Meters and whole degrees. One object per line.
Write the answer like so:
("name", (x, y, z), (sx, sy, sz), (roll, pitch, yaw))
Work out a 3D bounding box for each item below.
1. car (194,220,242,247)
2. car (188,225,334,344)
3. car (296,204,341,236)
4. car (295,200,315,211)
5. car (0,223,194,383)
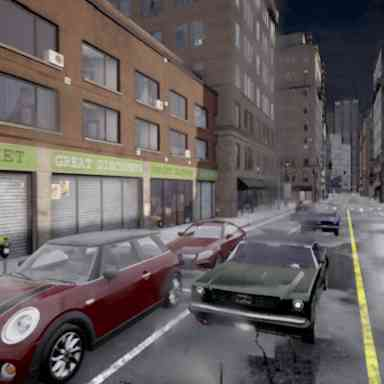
("car", (0.558, 1.572, 10.434), (1.802, 1.307, 4.206), (-1, 0, 25))
("car", (1.675, 1.594, 6.700), (1.895, 1.301, 4.718), (0, 0, 25))
("car", (7.192, 1.578, 18.449), (1.895, 1.301, 4.718), (0, 0, 25))
("car", (12.230, 1.495, 35.807), (1.887, 1.381, 4.507), (-1, 0, 25))
("car", (-1.777, 1.437, 5.360), (1.967, 1.590, 4.097), (-1, 0, 25))
